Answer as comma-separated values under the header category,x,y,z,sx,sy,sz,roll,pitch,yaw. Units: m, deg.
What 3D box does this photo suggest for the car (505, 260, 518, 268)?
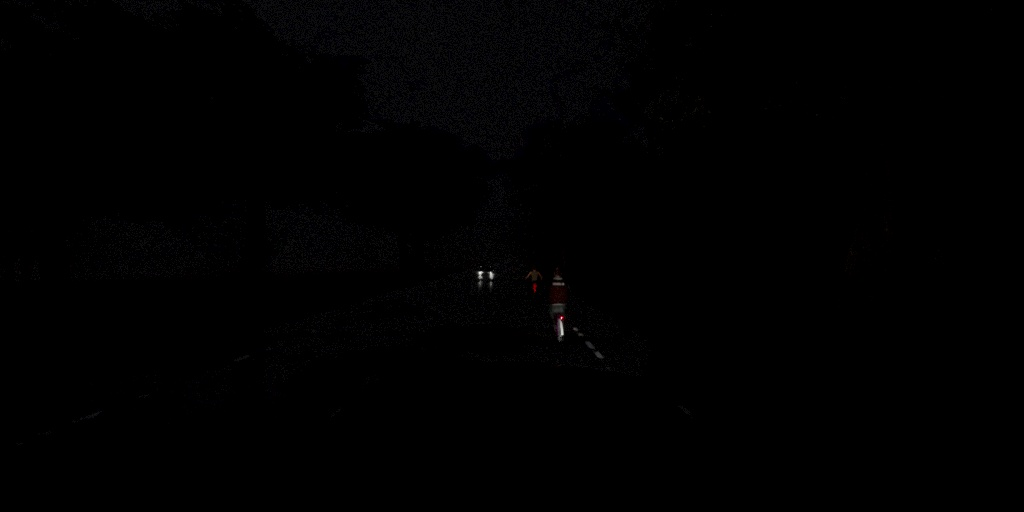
category,x,y,z,sx,sy,sz,roll,pitch,yaw
car,0.090,1.492,64.798,1.895,1.301,4.718,0,0,0

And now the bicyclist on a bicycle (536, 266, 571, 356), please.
category,x,y,z,sx,sy,sz,roll,pitch,yaw
bicyclist on a bicycle,0.961,1.125,7.767,0.659,1.776,1.843,0,0,0

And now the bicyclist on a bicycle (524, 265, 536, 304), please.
category,x,y,z,sx,sy,sz,roll,pitch,yaw
bicyclist on a bicycle,0.963,1.199,15.519,0.866,1.612,1.509,0,0,0

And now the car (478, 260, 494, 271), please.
category,x,y,z,sx,sy,sz,roll,pitch,yaw
car,-3.597,1.334,50.171,1.837,1.490,4.892,0,1,-1
